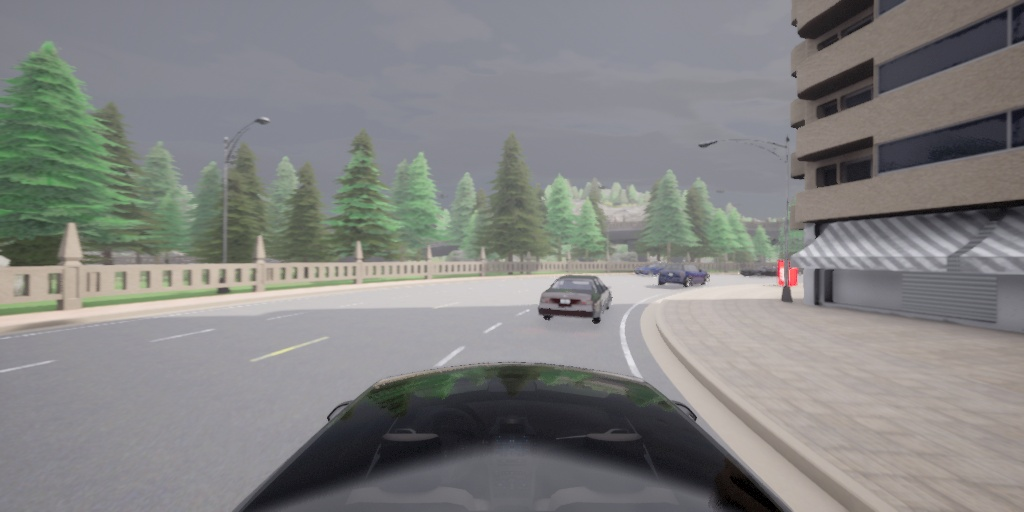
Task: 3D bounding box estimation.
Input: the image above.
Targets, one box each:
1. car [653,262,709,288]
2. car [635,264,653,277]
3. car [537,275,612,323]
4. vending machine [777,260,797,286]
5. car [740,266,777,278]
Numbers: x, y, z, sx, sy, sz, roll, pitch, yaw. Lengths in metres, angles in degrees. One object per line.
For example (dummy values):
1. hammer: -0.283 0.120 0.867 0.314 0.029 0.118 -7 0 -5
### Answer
1. car: 12.830 1.346 26.695 4.553 1.767 2.097 1 0 -40
2. car: 16.415 1.571 41.025 5.008 1.535 1.882 1 -1 -22
3. car: 2.386 1.370 12.667 2.033 1.411 5.357 0 0 20
4. vending machine: 19.832 1.261 25.863 0.880 2.100 1.100 0 0 -28
5. car: 28.676 1.826 41.059 4.718 1.301 1.895 1 0 -11
